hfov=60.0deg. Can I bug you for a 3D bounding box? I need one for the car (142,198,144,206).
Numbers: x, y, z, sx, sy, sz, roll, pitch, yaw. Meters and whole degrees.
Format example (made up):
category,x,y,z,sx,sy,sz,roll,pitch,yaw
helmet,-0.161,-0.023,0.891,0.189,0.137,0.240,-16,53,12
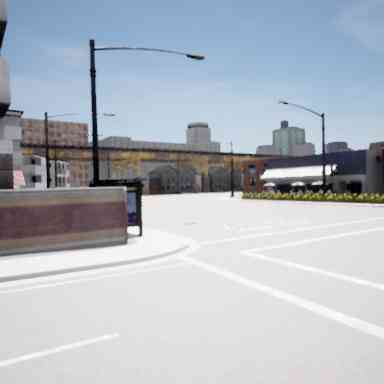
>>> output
category,x,y,z,sx,sy,sz,roll,pitch,yaw
car,-7.968,0.963,44.719,2.097,1.767,4.553,-2,1,-22
